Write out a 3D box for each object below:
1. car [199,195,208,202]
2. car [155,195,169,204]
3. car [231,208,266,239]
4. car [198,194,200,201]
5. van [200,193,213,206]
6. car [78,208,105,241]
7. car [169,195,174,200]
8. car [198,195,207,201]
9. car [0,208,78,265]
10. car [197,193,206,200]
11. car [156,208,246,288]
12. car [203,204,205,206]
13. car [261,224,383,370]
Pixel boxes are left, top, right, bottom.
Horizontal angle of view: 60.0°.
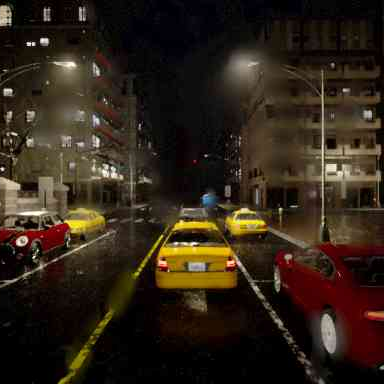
[{"bbox_3d":[2.589,1.500,77.703,2.008,1.369,4.403,1,0,0],"label":"car"},{"bbox_3d":[-5.768,1.554,60.736,1.802,1.307,4.206,1,0,0],"label":"car"},{"bbox_3d":[2.673,1.527,17.197,1.752,1.417,4.829,1,0,0],"label":"car"},{"bbox_3d":[2.612,1.516,60.691,1.887,1.381,4.507,1,0,0],"label":"car"},{"bbox_3d":[2.623,1.319,55.019,1.690,1.788,3.998,1,0,0],"label":"van"},{"bbox_3d":[-5.706,1.527,16.862,1.752,1.417,4.829,1,0,0],"label":"car"},{"bbox_3d":[-5.808,1.512,89.091,1.802,1.307,4.206,1,0,0],"label":"car"},{"bbox_3d":[2.581,1.491,83.374,2.008,1.369,4.403,1,0,0],"label":"car"},{"bbox_3d":[-5.698,1.442,11.417,1.967,1.590,4.097,1,0,0],"label":"car"},{"bbox_3d":[2.576,1.245,89.045,2.192,1.841,5.009,1,0,0],"label":"car"},{"bbox_3d":[0.086,1.458,9.163,1.801,1.575,5.366,0,0,0],"label":"car"},{"bbox_3d":[0.080,1.602,19.652,1.895,1.301,4.718,0,0,0],"label":"car"},{"bbox_3d":[2.690,1.546,5.793,1.887,1.381,4.507,1,0,0],"label":"car"}]
